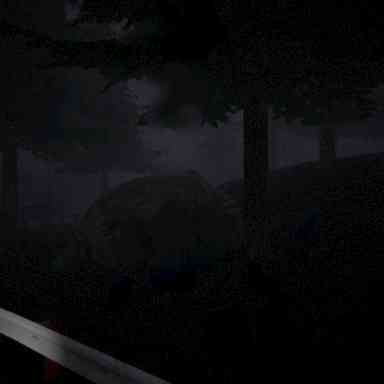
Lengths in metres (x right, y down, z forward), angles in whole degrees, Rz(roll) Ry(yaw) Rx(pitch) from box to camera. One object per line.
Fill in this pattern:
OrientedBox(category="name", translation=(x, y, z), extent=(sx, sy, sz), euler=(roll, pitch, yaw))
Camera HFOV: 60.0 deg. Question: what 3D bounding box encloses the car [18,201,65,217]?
OrientedBox(category="car", translation=(-13.093, 1.516, 27.898), extent=(1.837, 1.490, 4.892), euler=(0, 0, 36))
